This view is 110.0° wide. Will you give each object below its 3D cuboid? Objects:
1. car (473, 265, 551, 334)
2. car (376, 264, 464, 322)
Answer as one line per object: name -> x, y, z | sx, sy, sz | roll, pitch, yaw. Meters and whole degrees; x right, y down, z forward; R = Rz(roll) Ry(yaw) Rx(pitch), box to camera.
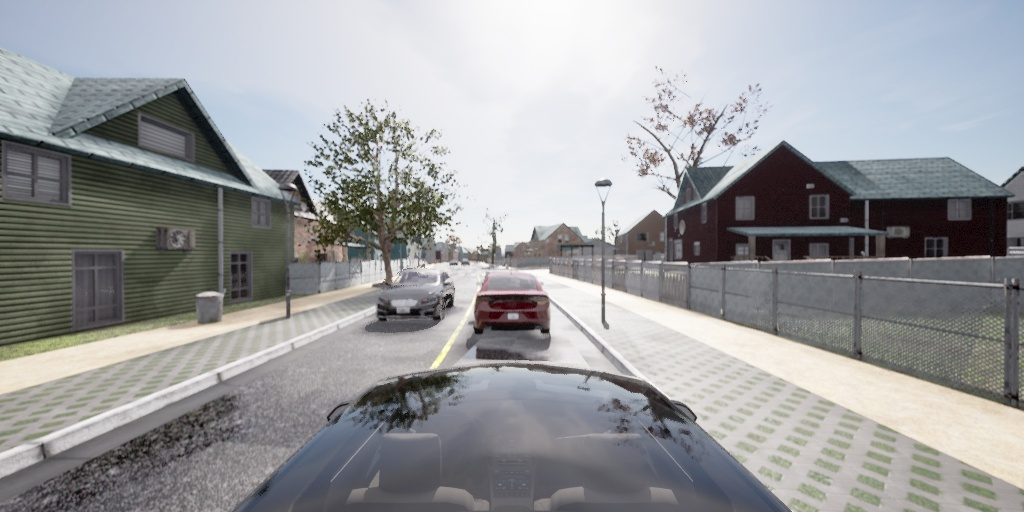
car -> -0.041, 1.188, 10.481 | 1.882, 1.535, 5.008 | 0, 0, -2
car -> -3.039, 1.196, 12.173 | 2.128, 1.511, 4.902 | 0, 0, -2
